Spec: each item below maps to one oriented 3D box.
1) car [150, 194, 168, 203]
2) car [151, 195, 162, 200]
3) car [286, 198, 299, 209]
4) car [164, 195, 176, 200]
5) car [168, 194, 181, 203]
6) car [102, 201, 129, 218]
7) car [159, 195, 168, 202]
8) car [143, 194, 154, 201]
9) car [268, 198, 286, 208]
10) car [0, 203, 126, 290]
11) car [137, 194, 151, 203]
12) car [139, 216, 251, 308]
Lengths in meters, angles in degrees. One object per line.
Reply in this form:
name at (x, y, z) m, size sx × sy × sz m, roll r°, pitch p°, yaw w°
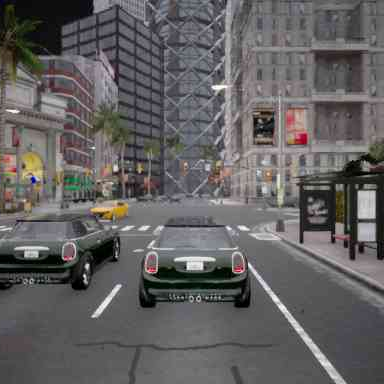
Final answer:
car at (-6.981, 1.525, 70.499) m, size 2.128 × 1.511 × 4.902 m, roll 0°, pitch 0°, yaw 0°
car at (-9.632, 1.595, 90.920) m, size 1.895 × 1.301 × 4.718 m, roll 0°, pitch 0°, yaw 10°
car at (15.080, 1.564, 43.589) m, size 4.181 × 1.385 × 1.994 m, roll 0°, pitch 0°, yaw -1°
car at (-6.011, 1.540, 91.213) m, size 2.033 × 1.411 × 5.357 m, roll 0°, pitch 0°, yaw 10°
car at (-3.368, 1.352, 69.254) m, size 2.097 × 1.767 × 4.553 m, roll 0°, pitch 0°, yaw 0°
car at (-6.764, 1.478, 27.582) m, size 1.882 × 1.535 × 5.008 m, roll -1°, pitch 0°, yaw 8°
car at (-6.976, 1.524, 80.676) m, size 1.812 × 1.442 × 4.674 m, roll 0°, pitch 0°, yaw 0°
car at (-10.475, 1.355, 80.750) m, size 2.097 × 1.767 × 4.553 m, roll 0°, pitch 0°, yaw 0°
car at (13.572, 1.548, 47.105) m, size 5.357 × 1.411 × 2.033 m, roll 0°, pitch 0°, yaw 0°
car at (-3.427, 1.352, 9.247) m, size 2.097 × 1.767 × 4.553 m, roll 0°, pitch 0°, yaw 0°
car at (-10.481, 1.595, 70.455) m, size 1.895 × 1.301 × 4.718 m, roll 0°, pitch 0°, yaw 0°
car at (0.066, 1.352, 8.104) m, size 2.097 × 1.767 × 4.553 m, roll 0°, pitch 0°, yaw 0°
